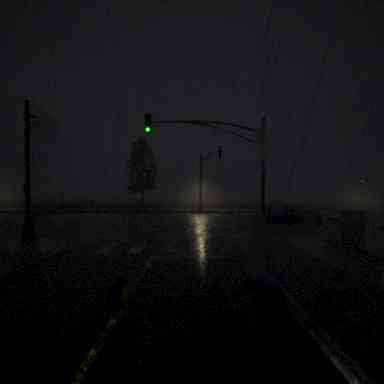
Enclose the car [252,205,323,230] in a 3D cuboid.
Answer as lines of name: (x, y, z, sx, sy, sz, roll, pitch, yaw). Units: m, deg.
car: (6.530, 1.684, 22.664, 4.902, 1.511, 2.128, 1, 1, -14)
